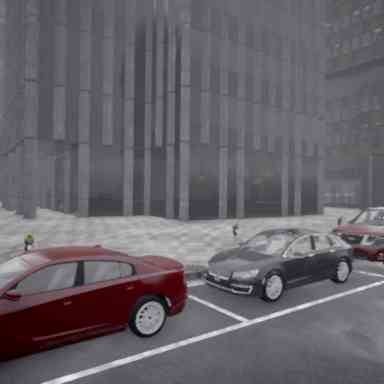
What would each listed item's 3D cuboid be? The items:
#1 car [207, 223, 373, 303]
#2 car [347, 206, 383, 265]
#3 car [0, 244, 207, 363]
[{"bbox_3d":[2.321,1.618,8.303,4.403,1.369,2.008,1,0,-36],"label":"car"},{"bbox_3d":[6.821,1.440,11.514,5.009,1.841,2.192,1,0,-36],"label":"car"},{"bbox_3d":[-2.176,1.556,5.093,4.507,1.381,1.887,1,0,-36],"label":"car"}]
